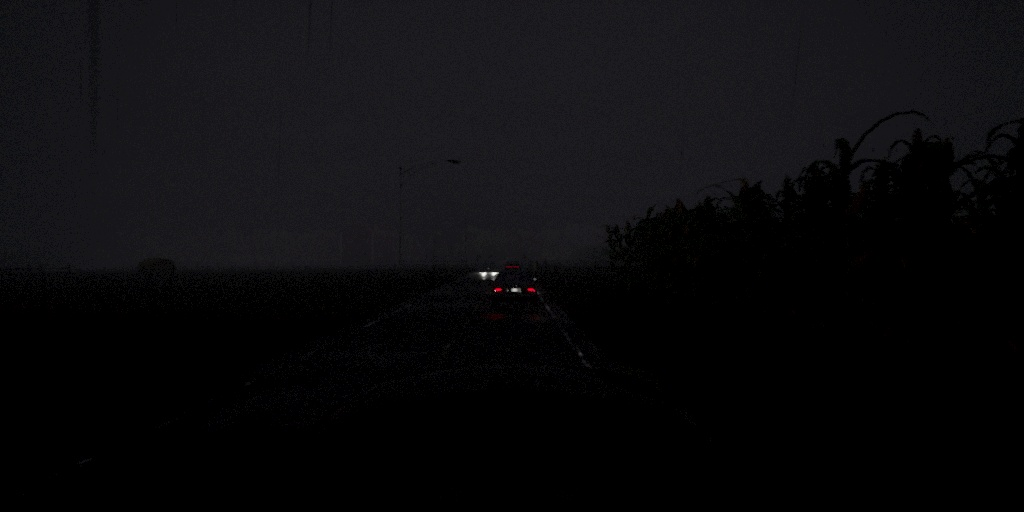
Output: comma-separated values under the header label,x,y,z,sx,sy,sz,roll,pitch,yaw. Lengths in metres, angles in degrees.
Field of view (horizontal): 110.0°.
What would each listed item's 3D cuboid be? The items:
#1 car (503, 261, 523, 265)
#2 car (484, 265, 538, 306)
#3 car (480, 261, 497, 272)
label,x,y,z,sx,sy,sz,roll,pitch,yaw
car,0.089,1.232,37.582,1.837,1.490,4.892,0,0,0
car,0.097,1.287,15.529,2.033,1.411,5.357,0,0,0
car,-2.784,1.289,44.633,1.994,1.385,4.181,0,0,1
